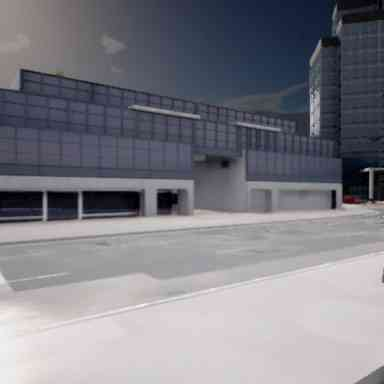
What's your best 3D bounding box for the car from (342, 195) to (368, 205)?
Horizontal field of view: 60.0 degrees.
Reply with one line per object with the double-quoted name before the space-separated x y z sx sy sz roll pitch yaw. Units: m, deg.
"car" 27.949 1.326 57.167 2.097 1.767 4.553 0 0 -13
